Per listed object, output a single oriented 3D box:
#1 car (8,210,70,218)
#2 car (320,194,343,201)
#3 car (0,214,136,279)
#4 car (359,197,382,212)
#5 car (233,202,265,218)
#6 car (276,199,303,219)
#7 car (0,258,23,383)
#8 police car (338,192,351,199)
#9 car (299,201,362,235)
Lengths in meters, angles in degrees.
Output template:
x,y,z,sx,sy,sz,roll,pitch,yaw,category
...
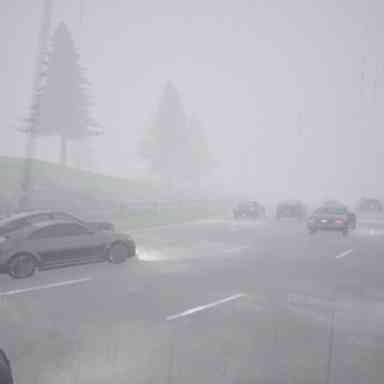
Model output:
x,y,z,sx,sy,sz,roll,pitch,yaw,category
-5.490,1.458,13.177,5.008,1.535,1.882,0,1,-40,car
15.749,1.303,37.982,1.812,1.442,4.674,0,0,19,car
-3.838,1.547,10.065,4.181,1.385,1.994,0,0,-40,car
18.304,1.275,34.532,1.837,1.490,4.892,0,-1,18,car
4.963,1.470,28.234,1.895,1.301,4.718,0,0,22,car
8.021,1.336,26.725,1.882,1.535,5.008,0,0,23,car
-3.494,1.519,1.484,4.892,1.490,1.837,-1,1,-34,car
40.028,0.892,86.633,1.930,1.638,5.238,0,0,18,police car
7.680,1.441,18.060,2.033,1.411,5.357,0,0,32,car
